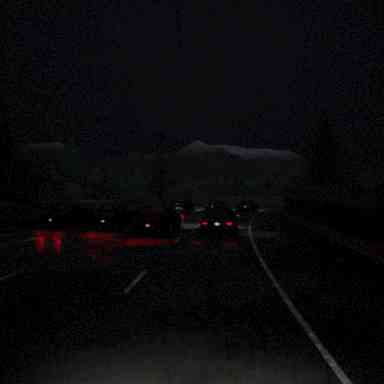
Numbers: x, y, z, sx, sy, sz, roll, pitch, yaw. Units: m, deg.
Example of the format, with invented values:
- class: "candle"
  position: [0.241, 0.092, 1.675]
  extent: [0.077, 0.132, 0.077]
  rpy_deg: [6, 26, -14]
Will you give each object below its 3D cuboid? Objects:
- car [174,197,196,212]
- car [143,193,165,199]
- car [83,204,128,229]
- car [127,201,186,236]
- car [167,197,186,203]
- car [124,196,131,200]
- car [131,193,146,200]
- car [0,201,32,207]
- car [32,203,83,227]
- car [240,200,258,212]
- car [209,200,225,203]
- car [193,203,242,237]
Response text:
- class: "car"
  position: [-0.950, 1.536, 38.721]
  extent: [2.128, 1.511, 4.902]
  rpy_deg: [0, 0, 16]
- class: "car"
  position: [-7.500, 1.546, 69.700]
  extent: [1.882, 1.535, 5.008]
  rpy_deg: [0, 0, 27]
- class: "car"
  position: [-4.872, 1.509, 21.985]
  extent: [2.128, 1.511, 4.902]
  rpy_deg: [0, 0, 9]
- class: "car"
  position: [-1.833, 1.497, 18.853]
  extent: [1.882, 1.535, 5.008]
  rpy_deg: [0, 0, 8]
- class: "car"
  position: [-3.197, 1.670, 70.363]
  extent: [1.895, 1.301, 4.718]
  rpy_deg: [0, 0, 27]
- class: "car"
  position: [-13.163, 1.557, 73.967]
  extent: [1.837, 1.490, 4.892]
  rpy_deg: [0, 0, 27]
- class: "car"
  position: [-10.151, 1.288, 72.177]
  extent: [2.150, 2.045, 5.566]
  rpy_deg: [0, 0, 27]
- class: "car"
  position: [-17.221, 1.555, 32.787]
  extent: [2.033, 1.411, 5.357]
  rpy_deg: [0, 0, 13]
- class: "car"
  position: [-8.283, 1.504, 22.788]
  extent: [2.128, 1.511, 4.902]
  rpy_deg: [0, 0, 9]
- class: "car"
  position: [6.637, 1.624, 39.514]
  extent: [1.994, 1.385, 4.181]
  rpy_deg: [0, 0, 18]
- class: "car"
  position: [2.917, 1.617, 39.388]
  extent: [1.994, 1.385, 4.181]
  rpy_deg: [0, 0, 17]
- class: "car"
  position: [1.576, 1.572, 18.302]
  extent: [2.033, 1.411, 5.357]
  rpy_deg: [0, 0, 9]
